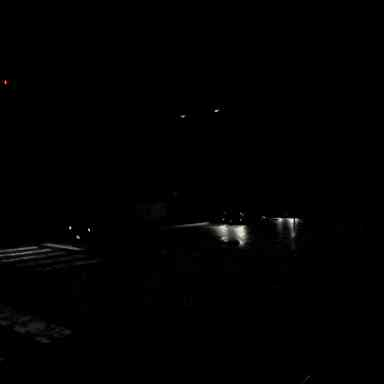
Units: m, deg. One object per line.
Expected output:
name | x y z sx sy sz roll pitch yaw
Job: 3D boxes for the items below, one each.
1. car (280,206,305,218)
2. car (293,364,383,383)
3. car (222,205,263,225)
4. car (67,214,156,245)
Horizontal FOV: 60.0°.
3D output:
car | 12.249 2.365 40.506 1.837 1.490 4.892 0 -1 36
car | 2.391 1.551 1.247 4.403 1.369 2.008 0 0 36
car | 4.567 1.933 29.739 2.097 1.767 4.553 0 -1 35
car | -4.107 1.876 17.543 1.895 1.301 4.718 0 -1 35
